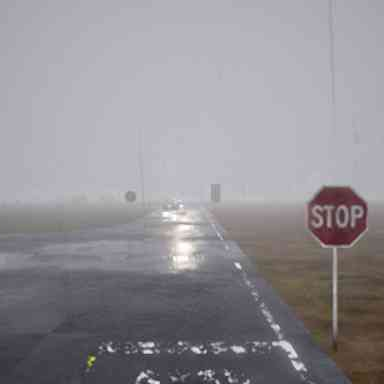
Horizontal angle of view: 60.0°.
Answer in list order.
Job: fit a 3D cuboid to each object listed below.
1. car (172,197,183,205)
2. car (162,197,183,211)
[{"bbox_3d":[-2.549,1.603,59.958,1.812,1.442,4.674,0,0,0],"label":"car"},{"bbox_3d":[-2.615,1.538,40.986,2.128,1.511,4.902,0,0,0],"label":"car"}]
